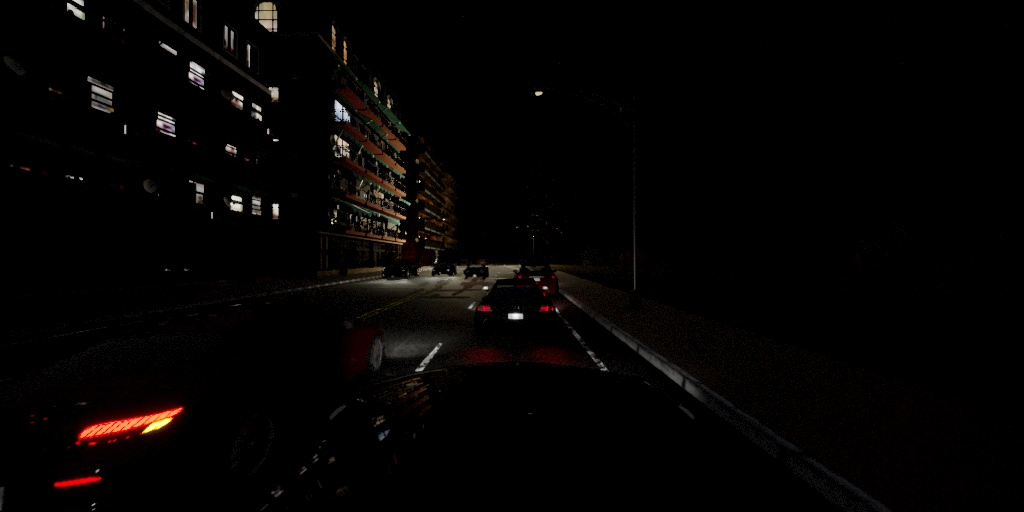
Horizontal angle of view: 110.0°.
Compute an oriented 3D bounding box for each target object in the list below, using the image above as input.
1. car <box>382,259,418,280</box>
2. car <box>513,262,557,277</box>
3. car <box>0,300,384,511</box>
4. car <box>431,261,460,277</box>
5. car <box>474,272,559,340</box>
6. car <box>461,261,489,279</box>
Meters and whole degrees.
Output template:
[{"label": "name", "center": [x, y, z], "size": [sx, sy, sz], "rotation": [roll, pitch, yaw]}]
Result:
[{"label": "car", "center": [-9.840, 1.104, 31.779], "size": [2.097, 1.767, 4.553], "rotation": [0, 0, 0]}, {"label": "car", "center": [1.143, 1.103, 18.587], "size": [2.097, 1.767, 4.553], "rotation": [0, 0, 0]}, {"label": "car", "center": [-3.153, 1.276, 4.426], "size": [1.812, 1.442, 4.674], "rotation": [0, 0, 0]}, {"label": "car", "center": [-6.590, 1.278, 35.198], "size": [1.812, 1.442, 4.674], "rotation": [0, 0, 0]}, {"label": "car", "center": [0.097, 1.315, 10.007], "size": [1.994, 1.385, 4.181], "rotation": [0, 0, 0]}, {"label": "car", "center": [-3.139, 1.353, 32.473], "size": [1.895, 1.301, 4.718], "rotation": [0, 0, 0]}]
